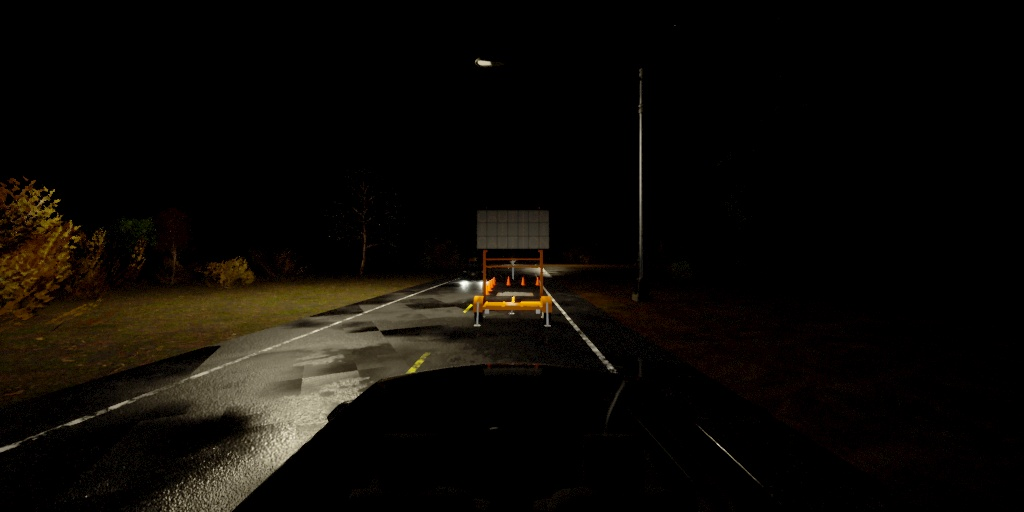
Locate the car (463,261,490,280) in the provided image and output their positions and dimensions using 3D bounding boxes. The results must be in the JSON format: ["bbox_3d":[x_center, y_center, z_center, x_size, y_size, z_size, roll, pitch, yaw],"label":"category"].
[{"bbox_3d":[-3.074,1.225,31.568,1.882,1.535,5.008,0,0,2],"label":"car"}]

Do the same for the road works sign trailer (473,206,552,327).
[{"bbox_3d":[0.036,0.214,11.589,2.380,3.560,2.880,0,0,1],"label":"road works sign trailer"}]
